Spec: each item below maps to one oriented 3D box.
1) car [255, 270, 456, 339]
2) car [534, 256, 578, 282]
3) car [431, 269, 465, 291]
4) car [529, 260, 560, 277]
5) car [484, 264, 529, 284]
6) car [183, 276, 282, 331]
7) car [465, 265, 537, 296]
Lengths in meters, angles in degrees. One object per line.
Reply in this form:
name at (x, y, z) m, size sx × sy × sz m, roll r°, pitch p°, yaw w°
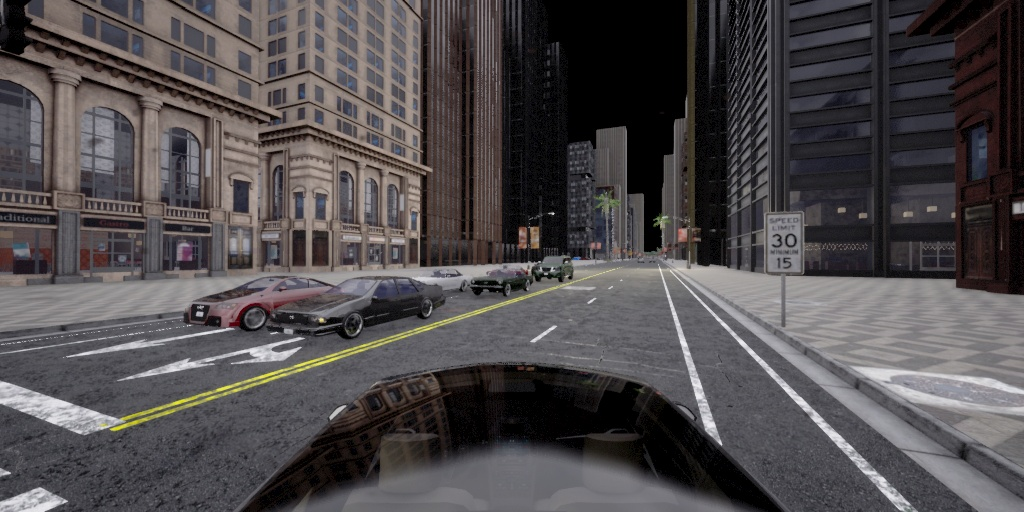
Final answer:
car at (-4.016, 1.299, 10.497) m, size 2.033 × 1.411 × 5.357 m, roll 0°, pitch 0°, yaw 22°
car at (3.555, 0.986, 29.318) m, size 2.150 × 2.045 × 5.566 m, roll 0°, pitch 0°, yaw 22°
car at (-4.021, 1.356, 19.200) m, size 1.895 × 1.301 × 4.718 m, roll 0°, pitch 0°, yaw 22°
car at (3.538, 1.250, 37.897) m, size 1.882 × 1.535 × 5.008 m, roll 0°, pitch 0°, yaw 22°
car at (-0.304, 1.364, 28.442) m, size 1.895 × 1.301 × 4.718 m, roll 0°, pitch 0°, yaw 22°
car at (-7.285, 1.315, 11.069) m, size 1.994 × 1.385 × 4.181 m, roll 0°, pitch 0°, yaw 22°
car at (-0.439, 1.357, 19.394) m, size 1.895 × 1.301 × 4.718 m, roll 0°, pitch 0°, yaw 22°
